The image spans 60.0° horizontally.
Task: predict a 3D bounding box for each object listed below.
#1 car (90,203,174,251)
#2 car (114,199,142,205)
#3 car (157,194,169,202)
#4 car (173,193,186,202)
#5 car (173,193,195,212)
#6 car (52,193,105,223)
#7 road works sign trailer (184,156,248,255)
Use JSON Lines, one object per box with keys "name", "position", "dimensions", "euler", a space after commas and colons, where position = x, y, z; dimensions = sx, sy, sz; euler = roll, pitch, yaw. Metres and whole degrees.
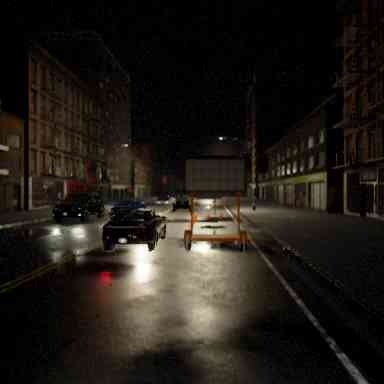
{"name": "car", "position": [-2.203, 1.417, 13.757], "dimensions": [2.128, 1.511, 4.902], "euler": [0, 0, 3]}
{"name": "car", "position": [-4.932, 1.337, 26.020], "dimensions": [1.882, 1.535, 5.008], "euler": [0, 0, 3]}
{"name": "car", "position": [-5.703, 1.133, 66.557], "dimensions": [1.882, 1.535, 5.008], "euler": [0, 0, 4]}
{"name": "car", "position": [-2.457, 1.010, 66.433], "dimensions": [2.097, 1.767, 4.553], "euler": [0, 0, 4]}
{"name": "car", "position": [-0.846, 1.161, 36.648], "dimensions": [2.097, 1.767, 4.553], "euler": [0, 0, 4]}
{"name": "car", "position": [-8.259, 1.086, 24.827], "dimensions": [2.150, 2.045, 5.566], "euler": [0, 0, 3]}
{"name": "road works sign trailer", "position": [0.912, 0.395, 13.080], "dimensions": [2.380, 3.560, 2.880], "euler": [0, 0, 3]}
